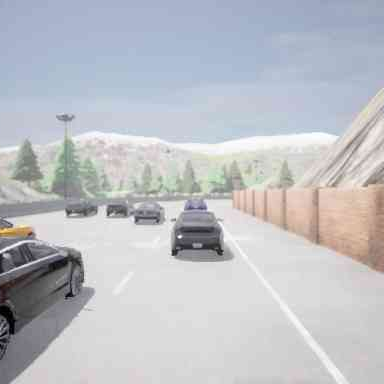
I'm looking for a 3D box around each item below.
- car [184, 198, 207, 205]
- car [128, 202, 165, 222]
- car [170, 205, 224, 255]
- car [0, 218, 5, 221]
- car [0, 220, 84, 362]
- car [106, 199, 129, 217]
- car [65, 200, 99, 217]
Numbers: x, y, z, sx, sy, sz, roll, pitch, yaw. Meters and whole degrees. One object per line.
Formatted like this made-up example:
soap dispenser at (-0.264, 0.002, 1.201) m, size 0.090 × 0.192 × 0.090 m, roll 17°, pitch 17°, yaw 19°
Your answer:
car at (0.336, 1.310, 30.711) m, size 2.097 × 1.767 × 4.553 m, roll 0°, pitch 0°, yaw 0°
car at (-3.203, 1.511, 25.546) m, size 2.033 × 1.411 × 5.357 m, roll 0°, pitch 0°, yaw 0°
car at (0.200, 1.487, 13.283) m, size 1.837 × 1.490 × 4.892 m, roll 0°, pitch 0°, yaw 0°
car at (-6.821, 1.460, 10.523) m, size 1.882 × 1.535 × 5.008 m, roll 0°, pitch 0°, yaw 0°
car at (-3.360, 1.482, 5.604) m, size 2.128 × 1.511 × 4.902 m, roll 0°, pitch 0°, yaw 0°
car at (-6.660, 1.460, 31.077) m, size 1.837 × 1.490 × 4.892 m, roll 0°, pitch 0°, yaw 0°
car at (-10.161, 1.445, 31.050) m, size 2.128 × 1.511 × 4.902 m, roll 0°, pitch 0°, yaw 0°
